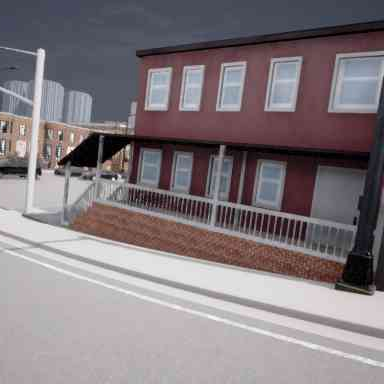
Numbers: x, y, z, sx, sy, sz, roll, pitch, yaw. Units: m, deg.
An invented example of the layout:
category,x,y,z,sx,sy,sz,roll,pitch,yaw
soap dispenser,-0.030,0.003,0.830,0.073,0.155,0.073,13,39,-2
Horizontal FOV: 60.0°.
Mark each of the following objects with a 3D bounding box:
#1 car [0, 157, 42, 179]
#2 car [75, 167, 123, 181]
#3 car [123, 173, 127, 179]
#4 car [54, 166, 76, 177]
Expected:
category,x,y,z,sx,sy,sz,roll,pitch,yaw
car,-17.255,-2.321,31.839,2.150,2.045,5.566,10,6,36
car,-11.173,-2.037,40.355,1.837,1.490,4.892,10,6,35
car,-8.484,-2.527,49.983,1.812,1.442,4.674,10,6,35
car,-14.856,-2.497,41.182,1.994,1.385,4.181,10,6,36
